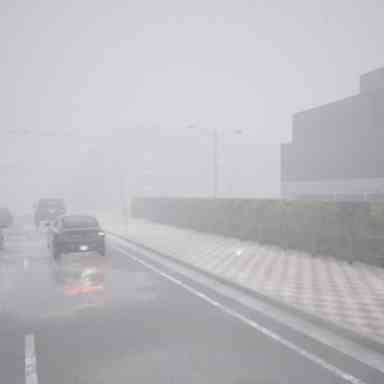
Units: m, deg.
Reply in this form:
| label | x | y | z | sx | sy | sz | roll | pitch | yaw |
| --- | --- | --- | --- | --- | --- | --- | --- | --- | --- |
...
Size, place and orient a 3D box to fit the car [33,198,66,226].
| label | x | y | z | sx | sy | sz | roll | pitch | yaw |
| --- | --- | --- | --- | --- | --- | --- | --- | --- | --- |
| car | -11.149 | 1.499 | 26.139 | 2.150 | 2.045 | 5.566 | 0 | 0 | -26 |

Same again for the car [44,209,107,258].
| label | x | y | z | sx | sy | sz | roll | pitch | yaw |
| --- | --- | --- | --- | --- | --- | --- | --- | --- | --- |
| car | -4.759 | 1.651 | 13.512 | 1.837 | 1.490 | 4.892 | 0 | 0 | -26 |

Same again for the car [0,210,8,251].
| label | x | y | z | sx | sy | sz | roll | pitch | yaw |
| --- | --- | --- | --- | --- | --- | --- | --- | --- | --- |
| car | -7.880 | 1.631 | 11.929 | 1.837 | 1.490 | 4.892 | 0 | 0 | -26 |

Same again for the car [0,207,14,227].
| label | x | y | z | sx | sy | sz | roll | pitch | yaw |
| --- | --- | --- | --- | --- | --- | --- | --- | --- | --- |
| car | -14.727 | 1.827 | 25.327 | 1.994 | 1.385 | 4.181 | 0 | -1 | -27 |
